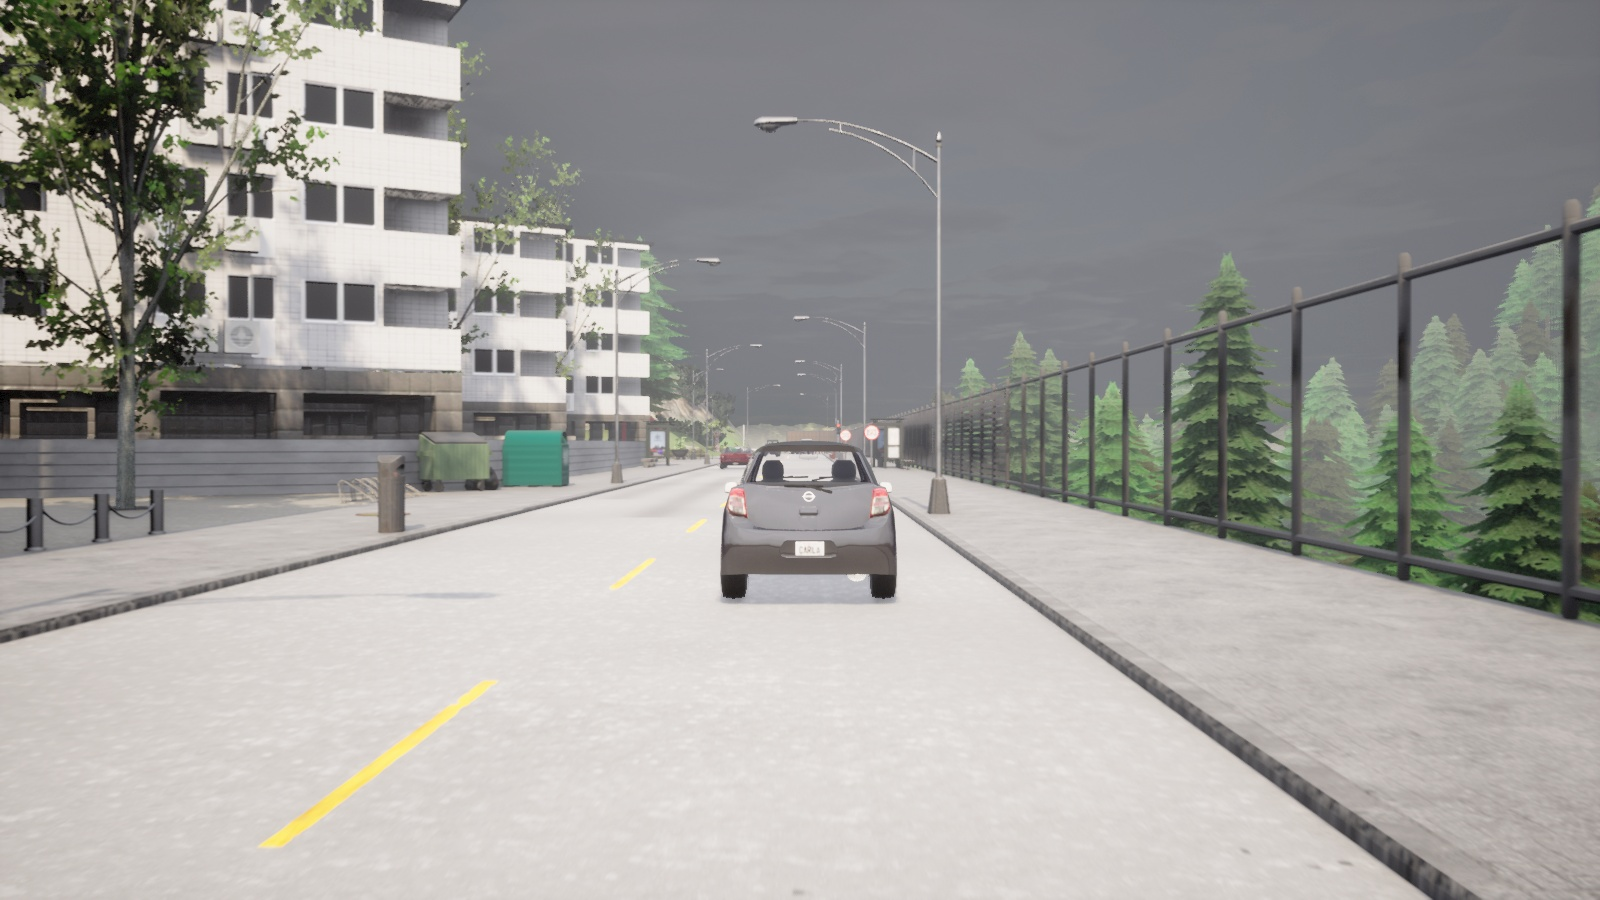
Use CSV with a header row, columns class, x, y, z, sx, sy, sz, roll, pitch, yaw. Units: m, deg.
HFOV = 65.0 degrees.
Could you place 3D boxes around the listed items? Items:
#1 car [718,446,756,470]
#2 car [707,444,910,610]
class,x,y,z,sx,sy,sz,roll,pitch,yaw
car,-3.597,0.437,72.196,1.895,1.301,4.718,0,0,0
car,0.087,0.686,13.191,1.845,1.501,3.633,0,0,0
